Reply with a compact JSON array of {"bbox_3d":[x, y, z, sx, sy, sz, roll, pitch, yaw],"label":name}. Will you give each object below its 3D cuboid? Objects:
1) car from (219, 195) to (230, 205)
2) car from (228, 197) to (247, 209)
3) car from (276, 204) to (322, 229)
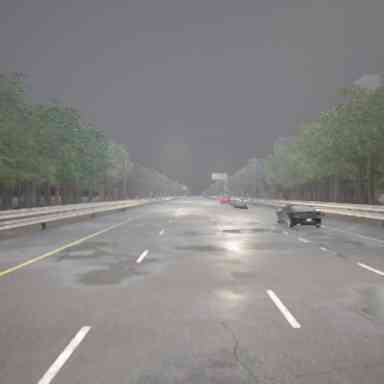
[{"bbox_3d":[7.307,1.730,73.209,2.150,2.045,5.566,0,-1,0],"label":"car"},{"bbox_3d":[7.151,1.864,50.819,1.994,1.385,4.181,0,-1,0],"label":"car"},{"bbox_3d":[7.032,1.560,22.410,1.882,1.535,5.008,0,-1,0],"label":"car"}]
